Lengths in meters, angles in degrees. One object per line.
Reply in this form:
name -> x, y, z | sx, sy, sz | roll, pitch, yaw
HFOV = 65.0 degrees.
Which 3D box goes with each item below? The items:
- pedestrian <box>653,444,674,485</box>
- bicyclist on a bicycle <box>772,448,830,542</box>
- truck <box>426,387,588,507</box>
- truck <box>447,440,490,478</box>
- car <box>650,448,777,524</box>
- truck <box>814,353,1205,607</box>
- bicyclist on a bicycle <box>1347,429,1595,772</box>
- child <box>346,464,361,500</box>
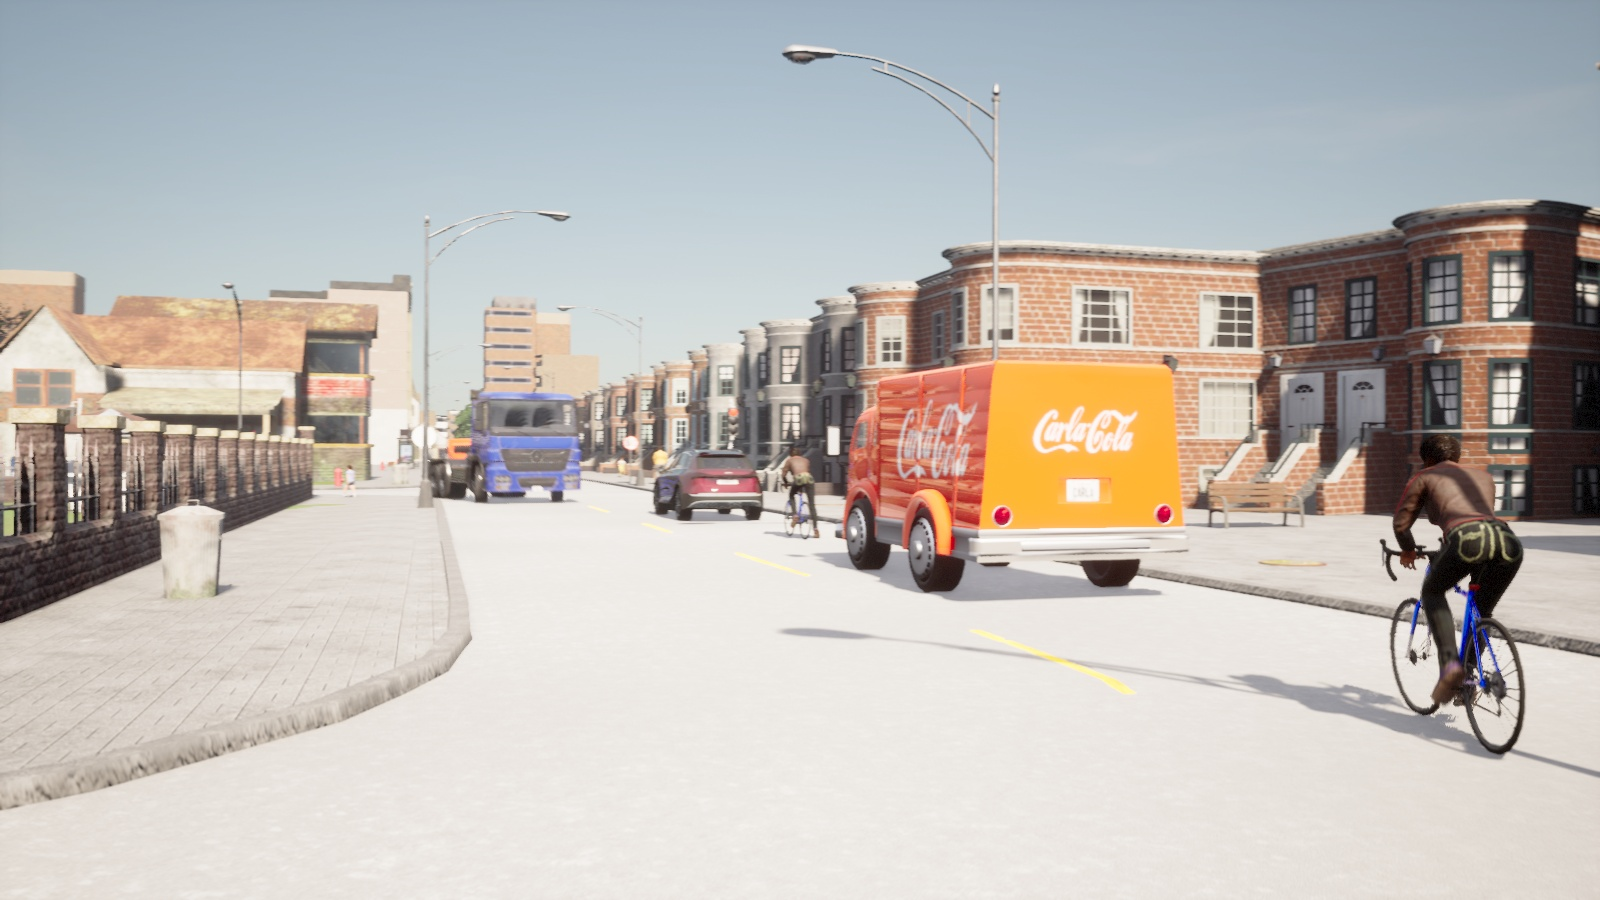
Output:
pedestrian -> -6.318, 0.676, 58.102 | 0.874, 1.855, 0.900 | 0, 0, -14
bicyclist on a bicycle -> 0.001, 0.780, 22.421 | 0.582, 1.620, 1.656 | 0, -1, -16
truck -> -9.576, -0.079, 40.292 | 2.891, 3.462, 7.936 | 0, 0, -30
truck -> -22.075, 0.589, 83.423 | 2.627, 2.467, 5.204 | 0, 0, -16
car -> -2.151, 0.786, 29.739 | 2.033, 1.649, 4.856 | 0, 0, -16
truck -> 2.183, 0.308, 15.089 | 2.627, 2.467, 5.204 | 0, 0, -16
bicyclist on a bicycle -> 3.541, 0.720, 6.786 | 0.582, 1.620, 1.656 | 0, -1, 6
child -> -13.969, 0.993, 39.267 | 0.394, 1.110, 0.255 | 0, 0, 33
